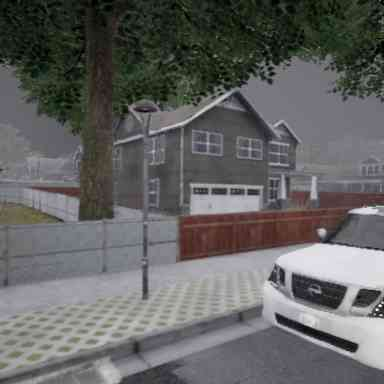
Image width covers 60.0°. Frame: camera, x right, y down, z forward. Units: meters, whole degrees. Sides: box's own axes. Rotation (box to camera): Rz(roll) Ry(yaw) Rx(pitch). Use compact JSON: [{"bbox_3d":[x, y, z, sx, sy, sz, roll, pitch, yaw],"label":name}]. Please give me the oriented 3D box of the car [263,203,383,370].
[{"bbox_3d":[3.704,1.239,5.712,5.566,2.045,2.150,0,0,-35],"label":"car"}]
